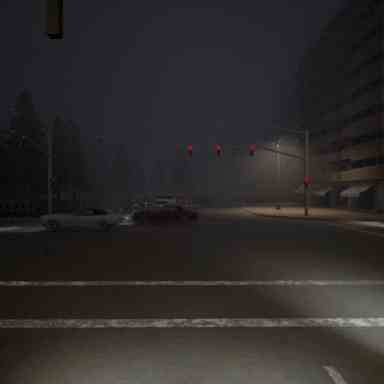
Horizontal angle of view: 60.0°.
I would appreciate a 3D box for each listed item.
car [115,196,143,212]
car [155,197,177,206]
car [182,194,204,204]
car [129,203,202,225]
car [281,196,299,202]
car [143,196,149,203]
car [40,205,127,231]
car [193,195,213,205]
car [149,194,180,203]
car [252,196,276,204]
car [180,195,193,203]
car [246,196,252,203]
[{"bbox_3d":[-6.921,1.492,35.286,2.128,1.511,4.902,0,0,2],"label":"car"},{"bbox_3d":[-4.219,1.526,54.367,1.812,1.442,4.674,0,0,20],"label":"car"},{"bbox_3d":[0.179,1.352,63.429,2.097,1.767,4.553,0,0,33],"label":"car"},{"bbox_3d":[-1.853,1.631,23.977,4.718,1.301,1.895,0,0,0],"label":"car"},{"bbox_3d":[21.938,1.525,73.634,4.902,1.511,2.128,0,0,-22],"label":"car"},{"bbox_3d":[-6.370,1.352,44.371,2.097,1.767,4.553,0,0,7],"label":"car"},{"bbox_3d":[-6.691,1.636,20.457,4.718,1.301,1.895,0,0,0],"label":"car"},{"bbox_3d":[2.071,1.492,59.867,2.128,1.511,4.902,0,0,30],"label":"car"},{"bbox_3d":[-3.272,1.221,40.398,2.150,2.045,5.566,0,0,6],"label":"car"},{"bbox_3d":[14.316,1.477,64.096,5.008,1.535,1.882,0,0,-44],"label":"car"},{"bbox_3d":[-1.813,1.352,50.398,2.097,1.767,4.553,0,0,16],"label":"car"},{"bbox_3d":[13.142,1.478,68.108,5.008,1.535,1.882,0,0,-41],"label":"car"}]
